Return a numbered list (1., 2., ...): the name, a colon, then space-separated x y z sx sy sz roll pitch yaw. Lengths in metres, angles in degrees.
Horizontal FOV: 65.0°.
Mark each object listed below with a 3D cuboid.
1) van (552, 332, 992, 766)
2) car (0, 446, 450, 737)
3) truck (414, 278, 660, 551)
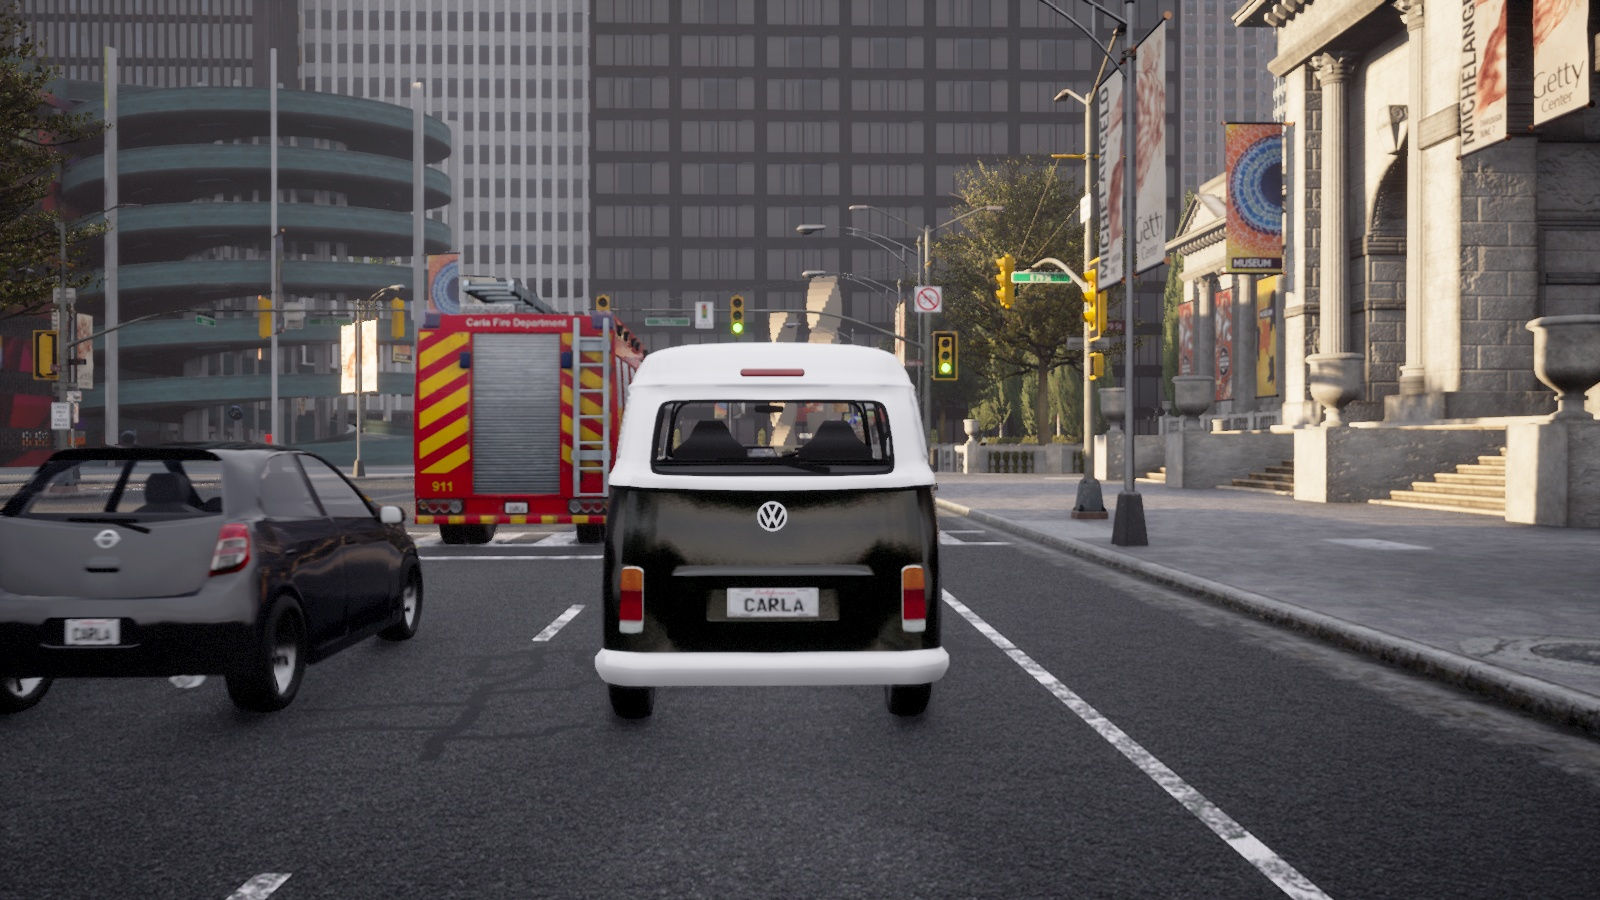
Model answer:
1. van: -0.192 0.439 8.161 2.069 2.038 4.480 0 1 -2
2. car: -3.698 0.723 8.317 1.845 1.501 3.633 0 0 -2
3. truck: -4.158 -0.512 21.869 2.891 3.827 8.468 0 0 -3
